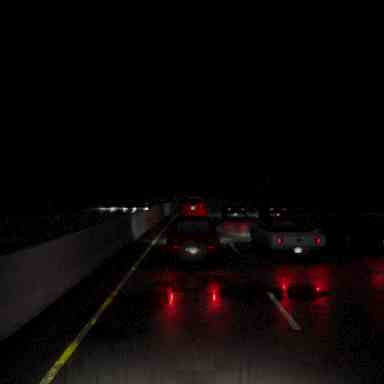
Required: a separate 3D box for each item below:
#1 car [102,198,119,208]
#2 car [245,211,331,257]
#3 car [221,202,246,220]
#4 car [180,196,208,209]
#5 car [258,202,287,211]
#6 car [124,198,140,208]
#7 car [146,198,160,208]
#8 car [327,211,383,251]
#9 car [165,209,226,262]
[{"bbox_3d":[-13.322,1.744,54.510,1.882,1.535,5.008,0,0,2],"label":"car"},{"bbox_3d":[3.562,1.667,13.319,1.895,1.301,4.718,0,0,0],"label":"car"},{"bbox_3d":[3.667,1.638,29.773,2.128,1.511,4.902,0,0,1],"label":"car"},{"bbox_3d":[0.141,1.365,28.740,2.150,2.045,5.566,0,0,1],"label":"car"},{"bbox_3d":[7.168,1.638,29.770,2.128,1.511,4.902,0,0,1],"label":"car"},{"bbox_3d":[-9.824,1.744,54.470,1.882,1.535,5.008,0,-1,2],"label":"car"},{"bbox_3d":[-6.320,1.772,54.531,1.837,1.490,4.892,0,0,2],"label":"car"},{"bbox_3d":[7.068,1.576,14.439,1.837,1.490,4.892,0,0,0],"label":"car"},{"bbox_3d":[0.053,1.586,12.314,1.812,1.442,4.674,0,0,0],"label":"car"}]
